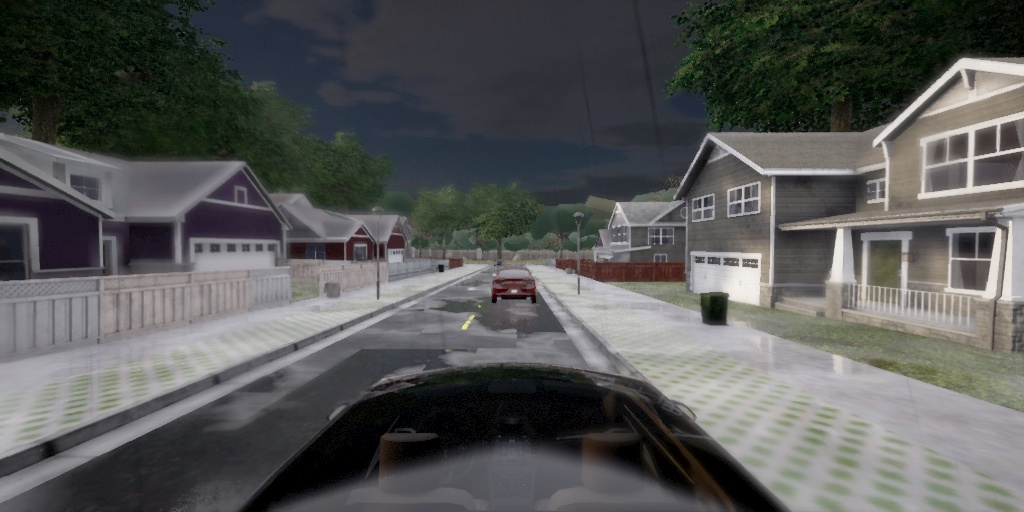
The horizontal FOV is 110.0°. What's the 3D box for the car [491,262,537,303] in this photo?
[{"bbox_3d":[0.101,1.227,16.468,1.882,1.535,5.008,0,0,0],"label":"car"}]
